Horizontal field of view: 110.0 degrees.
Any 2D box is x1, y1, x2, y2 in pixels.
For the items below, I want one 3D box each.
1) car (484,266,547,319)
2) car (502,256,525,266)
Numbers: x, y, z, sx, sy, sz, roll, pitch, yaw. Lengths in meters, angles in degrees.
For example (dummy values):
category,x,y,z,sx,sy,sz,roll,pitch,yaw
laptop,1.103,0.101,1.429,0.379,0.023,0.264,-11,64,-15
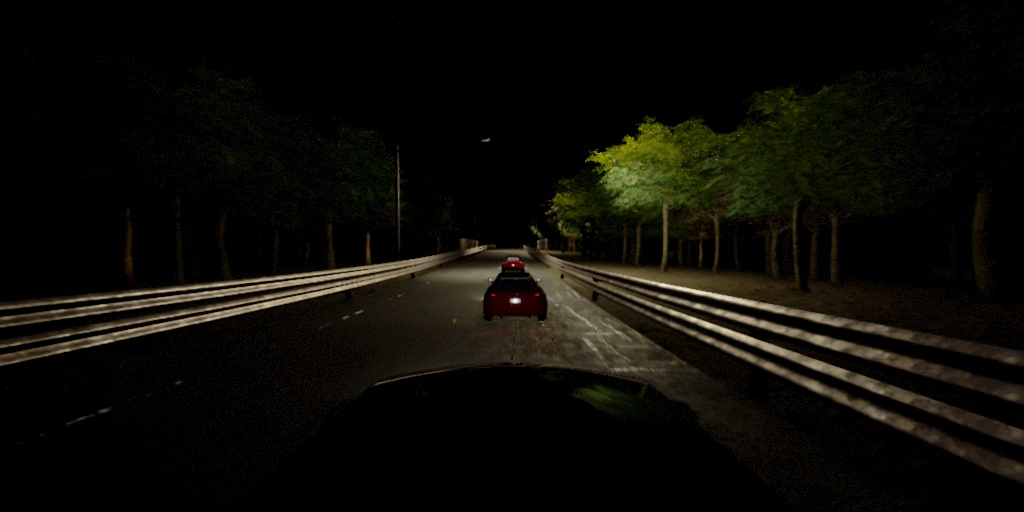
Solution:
category,x,y,z,sx,sy,sz,roll,pitch,yaw
car,0.098,1.248,12.483,1.994,1.385,4.181,0,1,0
car,0.094,0.644,31.958,1.994,1.385,4.181,0,3,0
